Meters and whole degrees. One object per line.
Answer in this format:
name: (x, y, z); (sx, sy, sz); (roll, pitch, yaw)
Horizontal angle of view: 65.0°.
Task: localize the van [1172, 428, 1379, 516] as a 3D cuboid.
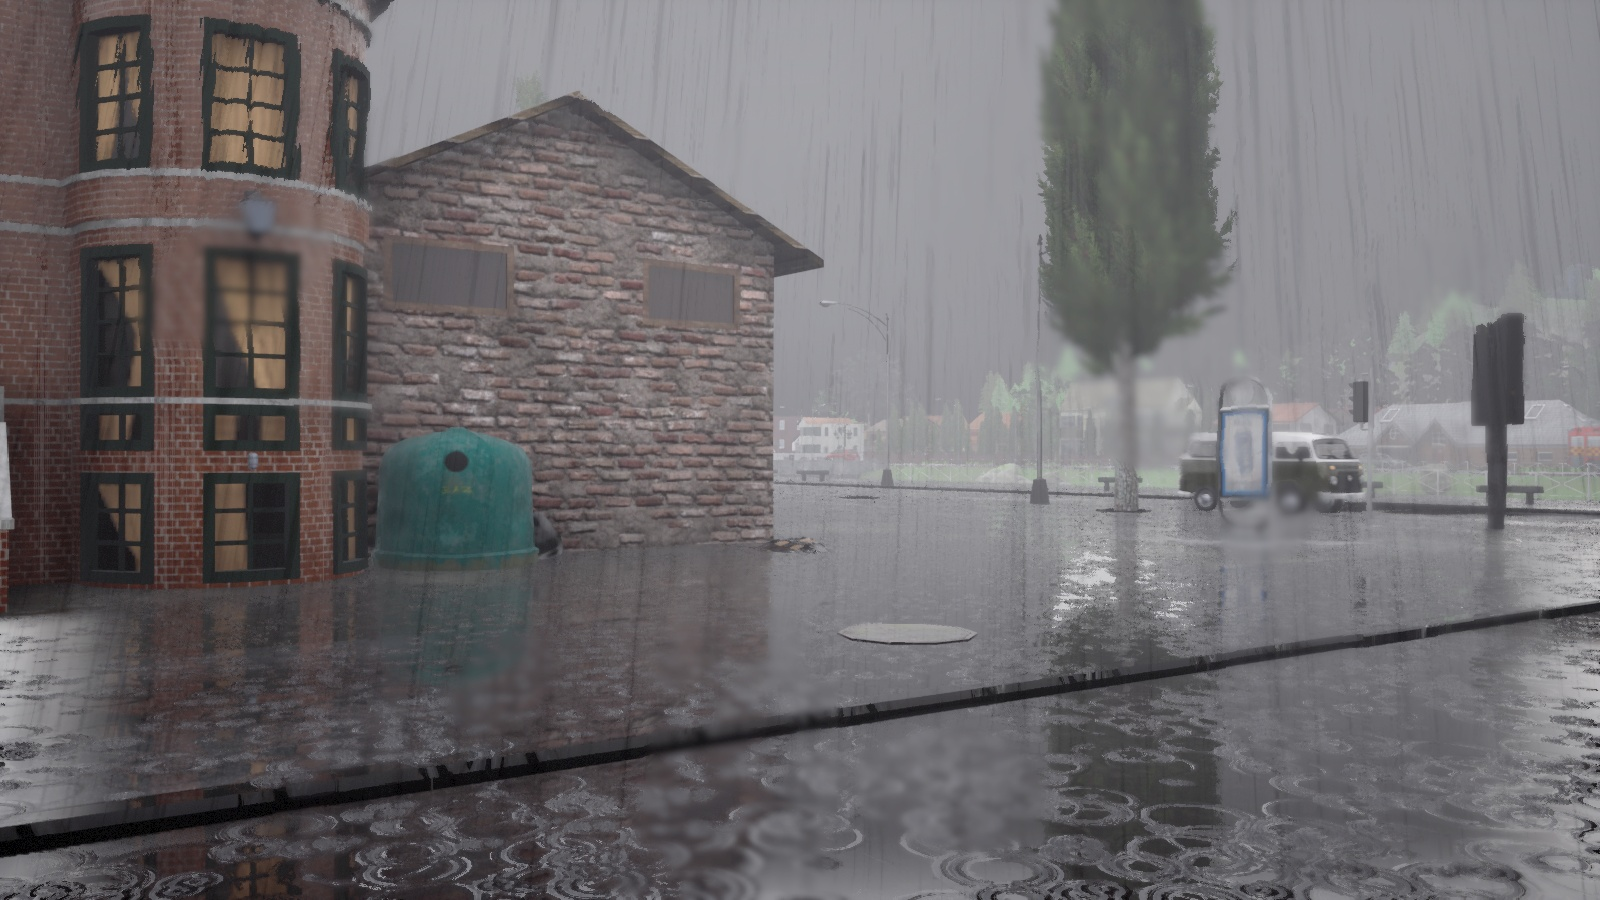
van: (11.829, 0.520, 31.509); (2.069, 2.038, 4.480); (0, 0, -35)
